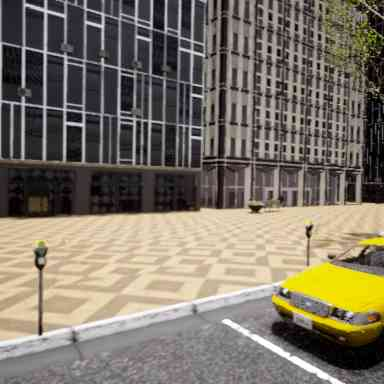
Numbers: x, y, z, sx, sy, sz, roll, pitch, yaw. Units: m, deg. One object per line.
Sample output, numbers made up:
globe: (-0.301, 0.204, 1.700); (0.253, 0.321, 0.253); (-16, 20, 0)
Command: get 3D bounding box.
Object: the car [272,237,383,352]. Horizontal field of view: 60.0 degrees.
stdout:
car: (3.507, 1.418, 5.806); (4.829, 1.417, 1.752); (0, 2, -34)
